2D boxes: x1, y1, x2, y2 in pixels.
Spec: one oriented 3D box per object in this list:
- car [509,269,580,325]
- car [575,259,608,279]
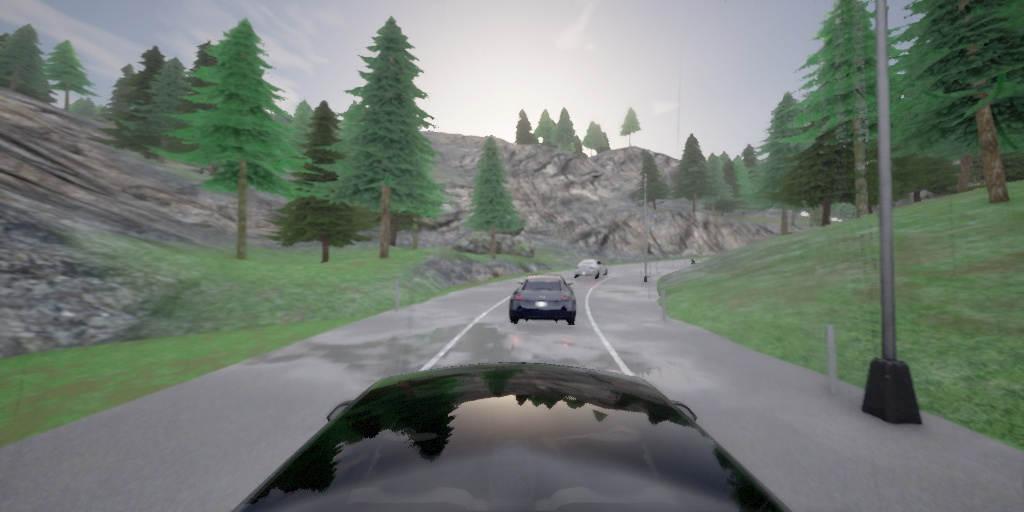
[{"bbox_3d":[1.096,1.287,11.906,1.994,1.385,4.181,0,0,8],"label":"car"},{"bbox_3d":[6.320,0.992,28.562,1.812,1.442,4.674,-1,1,26],"label":"car"}]
